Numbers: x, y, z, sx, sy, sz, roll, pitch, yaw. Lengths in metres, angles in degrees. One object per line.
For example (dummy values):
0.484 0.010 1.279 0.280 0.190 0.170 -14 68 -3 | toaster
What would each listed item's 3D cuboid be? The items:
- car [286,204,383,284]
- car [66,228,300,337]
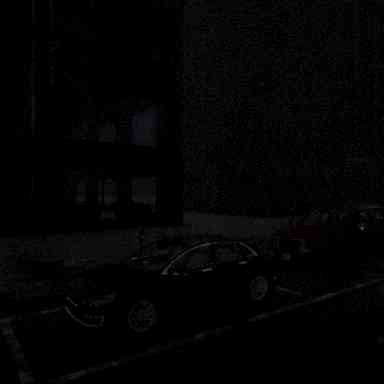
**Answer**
4.416 1.316 9.796 5.009 1.841 2.192 0 0 -35 | car
-0.151 1.551 6.539 4.403 1.369 2.008 0 0 -35 | car
